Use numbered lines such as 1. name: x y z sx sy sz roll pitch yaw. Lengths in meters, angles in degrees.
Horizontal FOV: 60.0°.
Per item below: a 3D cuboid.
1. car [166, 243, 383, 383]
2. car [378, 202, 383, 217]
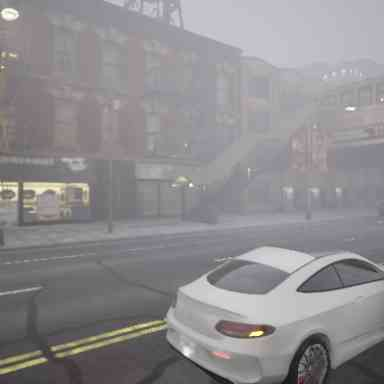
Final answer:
1. car: 1.821 1.523 5.042 4.674 1.442 1.812 0 0 -36
2. car: 18.833 1.207 29.636 5.566 2.045 2.435 0 0 -36
